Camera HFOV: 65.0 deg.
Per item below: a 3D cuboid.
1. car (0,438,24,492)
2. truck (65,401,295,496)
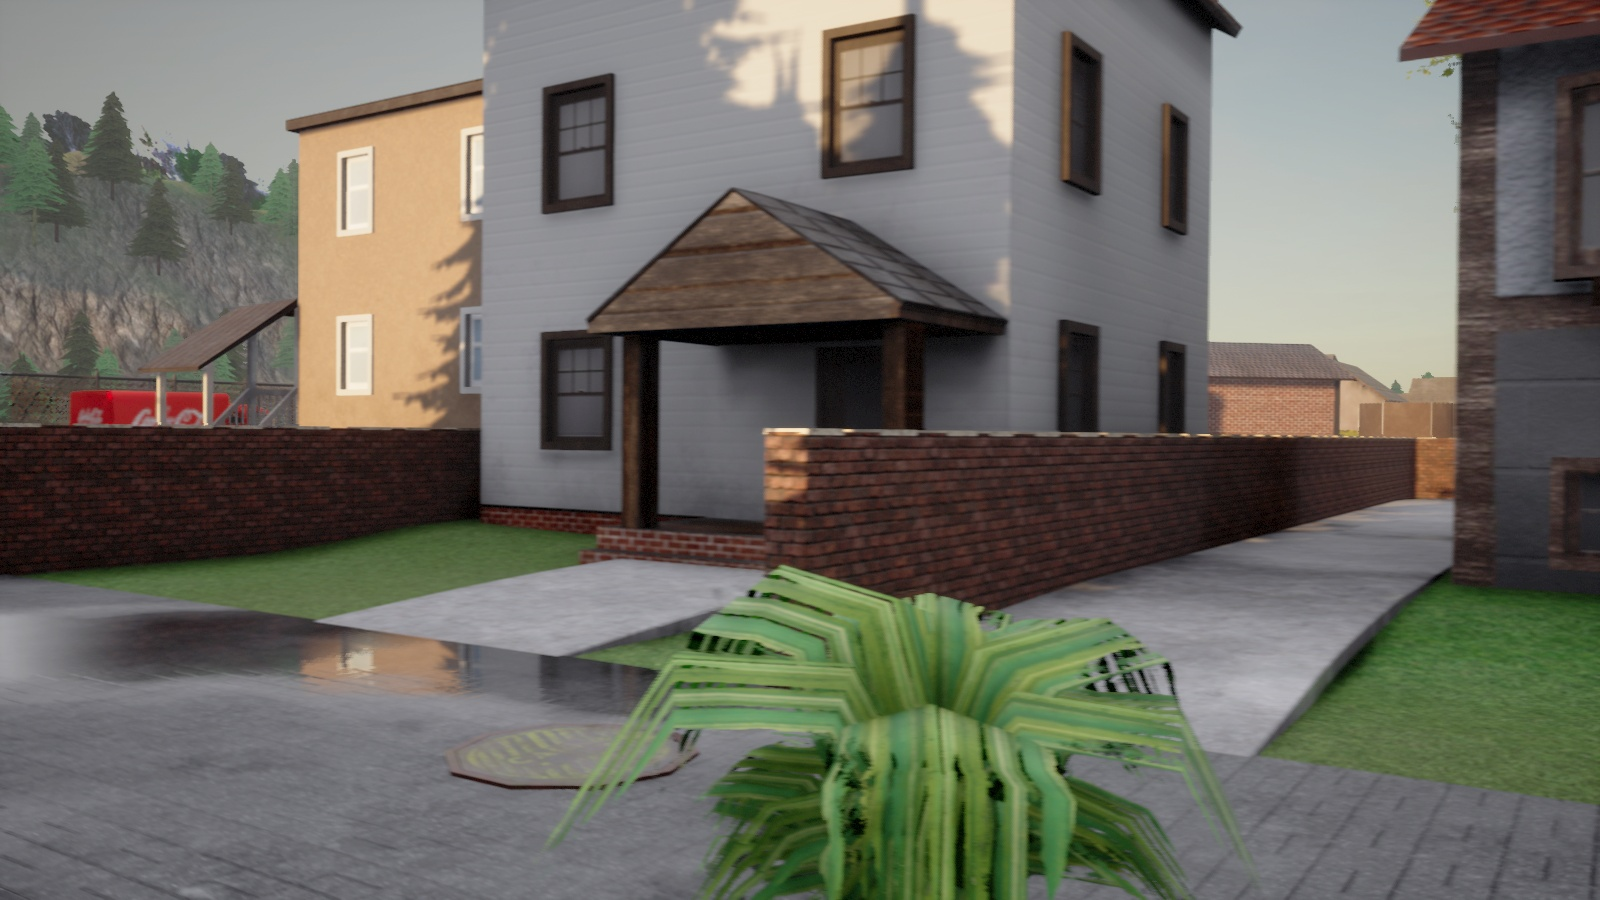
[{"bbox_3d":[-23.477,0.447,33.916,1.970,1.475,3.806,0,1,34],"label":"car"},{"bbox_3d":[-17.497,-0.084,35.696,2.627,2.467,5.204,0,1,34],"label":"truck"}]
